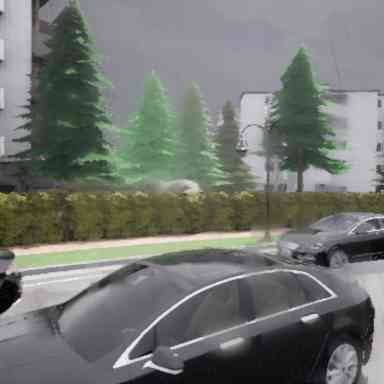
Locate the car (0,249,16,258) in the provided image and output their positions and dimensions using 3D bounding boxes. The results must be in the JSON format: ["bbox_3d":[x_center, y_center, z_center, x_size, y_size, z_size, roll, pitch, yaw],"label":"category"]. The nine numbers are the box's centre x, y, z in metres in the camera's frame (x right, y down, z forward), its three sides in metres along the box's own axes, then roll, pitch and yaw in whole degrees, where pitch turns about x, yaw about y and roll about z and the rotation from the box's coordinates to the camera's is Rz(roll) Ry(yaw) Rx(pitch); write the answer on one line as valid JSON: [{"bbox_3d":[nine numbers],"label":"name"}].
[{"bbox_3d":[-4.987,1.432,4.433,4.902,1.511,2.128,0,1,-35],"label":"car"}]

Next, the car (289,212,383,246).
[{"bbox_3d":[4.868,1.395,10.084,4.902,1.511,2.128,0,1,-22],"label":"car"}]

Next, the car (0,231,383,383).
[{"bbox_3d":[-0.066,1.465,3.551,4.892,1.490,1.837,0,1,-31],"label":"car"}]
